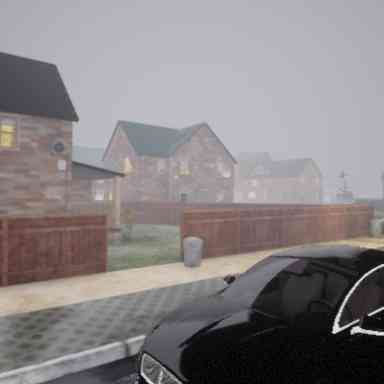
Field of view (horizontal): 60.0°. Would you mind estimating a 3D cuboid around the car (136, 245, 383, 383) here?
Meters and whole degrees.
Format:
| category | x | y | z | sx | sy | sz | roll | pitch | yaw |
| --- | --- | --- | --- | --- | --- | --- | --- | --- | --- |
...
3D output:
| category | x | y | z | sx | sy | sz | roll | pitch | yaw |
| --- | --- | --- | --- | --- | --- | --- | --- | --- | --- |
| car | 1.677 | 1.532 | 4.266 | 4.892 | 1.490 | 1.837 | 0 | 0 | -35 |
